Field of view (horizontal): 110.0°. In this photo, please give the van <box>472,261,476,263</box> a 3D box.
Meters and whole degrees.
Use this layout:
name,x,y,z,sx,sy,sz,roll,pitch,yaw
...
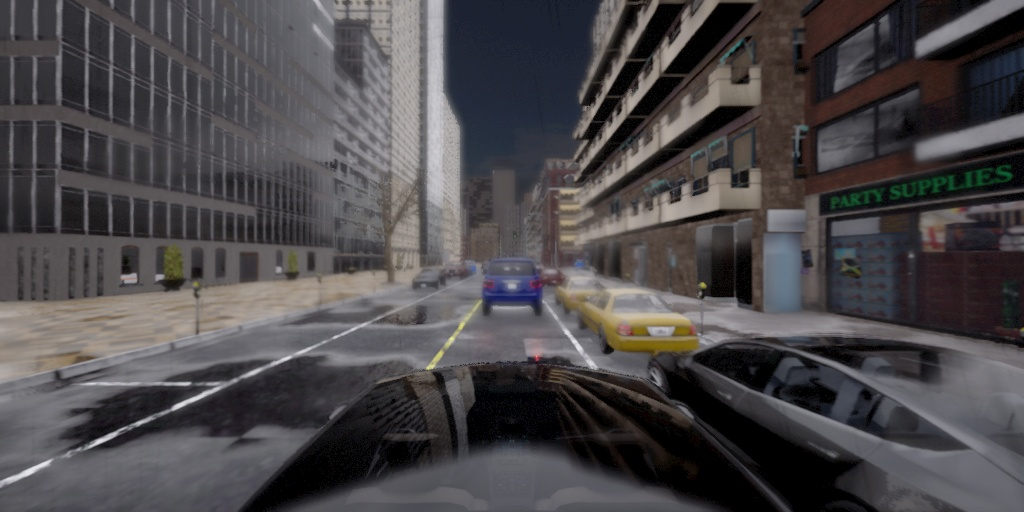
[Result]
name,x,y,z,sx,sy,sz,roll,pitch,yaw
van,-5.654,1.552,47.280,1.690,1.789,3.998,0,0,0

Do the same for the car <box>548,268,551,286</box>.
name,x,y,z,sx,sy,sz,roll,pitch,yaw
car,2.708,1.528,25.183,1.888,1.381,4.507,0,0,0

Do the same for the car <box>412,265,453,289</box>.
name,x,y,z,sx,sy,sz,roll,pitch,yaw
car,-5.672,1.549,25.191,1.948,1.339,4.313,0,0,0

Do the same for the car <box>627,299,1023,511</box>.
name,x,y,z,sx,sy,sz,roll,pitch,yaw
car,2.691,1.329,3.093,1.948,1.339,4.313,0,0,0

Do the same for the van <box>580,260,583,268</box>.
name,x,y,z,sx,sy,sz,roll,pitch,yaw
van,13.789,1.486,58.847,3.998,1.789,1.690,0,0,0

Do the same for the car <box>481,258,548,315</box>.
name,x,y,z,sx,sy,sz,roll,pitch,yaw
car,0.024,1.100,14.427,2.150,2.045,5.566,0,0,0

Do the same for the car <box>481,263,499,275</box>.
name,x,y,z,sx,sy,sz,roll,pitch,yaw
car,-2.984,1.726,49.414,2.128,1.511,4.902,0,-1,1

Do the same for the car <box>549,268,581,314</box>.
name,x,y,z,sx,sy,sz,roll,pitch,yaw
car,2.699,1.398,14.308,1.751,1.417,4.829,0,0,0

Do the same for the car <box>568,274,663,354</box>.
name,x,y,z,sx,sy,sz,roll,pitch,yaw
car,2.696,1.343,8.784,1.751,1.417,4.829,0,0,0

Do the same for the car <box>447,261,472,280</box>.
name,x,y,z,sx,sy,sz,roll,pitch,yaw
car,-5.663,1.410,36.235,2.192,1.841,5.009,0,0,0

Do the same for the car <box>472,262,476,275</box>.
name,x,y,z,sx,sy,sz,roll,pitch,yaw
car,-5.659,1.719,41.758,1.948,1.339,4.313,0,0,0
